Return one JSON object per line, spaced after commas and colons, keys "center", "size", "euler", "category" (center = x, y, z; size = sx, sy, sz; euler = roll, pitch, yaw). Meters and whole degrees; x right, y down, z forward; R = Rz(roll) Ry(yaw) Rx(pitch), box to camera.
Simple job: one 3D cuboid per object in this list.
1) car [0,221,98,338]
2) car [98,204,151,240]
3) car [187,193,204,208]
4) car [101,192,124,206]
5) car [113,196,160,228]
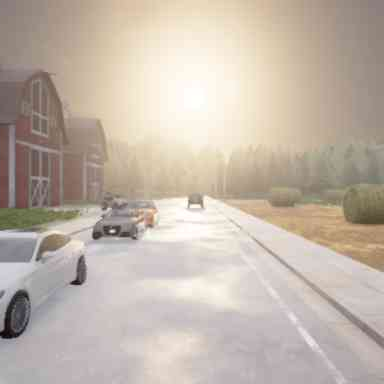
{"center": [-3.539, 1.498, 6.698], "size": [1.812, 1.442, 4.674], "euler": [0, 0, 1], "category": "car"}
{"center": [-3.443, 1.511, 16.460], "size": [1.994, 1.385, 4.181], "euler": [0, 0, 1], "category": "car"}
{"center": [0.481, 1.107, 45.212], "size": [2.150, 2.045, 5.566], "euler": [0, 0, 0], "category": "car"}
{"center": [-7.390, 1.038, 32.861], "size": [1.905, 1.878, 3.866], "euler": [8, -3, -42], "category": "car"}
{"center": [-3.327, 1.294, 21.427], "size": [2.097, 1.767, 4.553], "euler": [0, 0, 0], "category": "car"}
